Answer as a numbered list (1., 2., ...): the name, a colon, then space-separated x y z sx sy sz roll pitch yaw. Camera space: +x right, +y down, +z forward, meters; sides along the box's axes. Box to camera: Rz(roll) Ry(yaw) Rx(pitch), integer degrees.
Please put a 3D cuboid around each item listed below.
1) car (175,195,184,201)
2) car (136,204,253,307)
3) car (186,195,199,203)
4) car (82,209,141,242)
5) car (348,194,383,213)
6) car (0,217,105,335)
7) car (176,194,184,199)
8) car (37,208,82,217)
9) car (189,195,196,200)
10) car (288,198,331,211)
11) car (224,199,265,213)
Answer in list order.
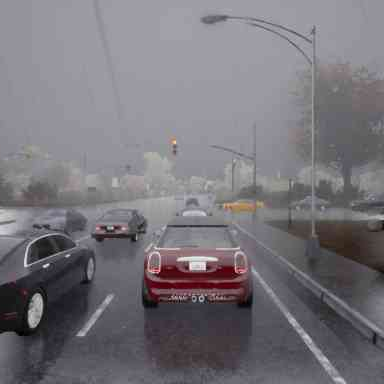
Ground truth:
1. car: -3.415 1.545 85.354 1.994 1.385 4.181 0 0 0
2. car: 0.107 1.352 8.112 2.097 1.767 4.553 0 0 0
3. car: 0.089 1.504 55.295 1.837 1.490 4.892 0 0 1
4. car: -3.387 1.547 16.358 2.033 1.411 5.357 0 0 0
5. car: 19.991 1.216 36.131 5.566 2.045 2.150 0 0 3
6. car: -3.393 1.505 6.699 1.837 1.490 4.892 0 0 0
7. car: -3.365 1.402 95.380 1.994 1.385 4.181 0 0 1
8. car: -7.055 1.564 17.585 1.994 1.385 4.181 0 0 1
9. car: 0.108 1.524 91.218 1.812 1.442 4.674 0 0 0
10. car: 14.024 1.504 39.974 4.892 1.490 1.837 0 0 3
11. car: 5.458 1.477 36.398 5.008 1.535 1.882 0 0 -4
